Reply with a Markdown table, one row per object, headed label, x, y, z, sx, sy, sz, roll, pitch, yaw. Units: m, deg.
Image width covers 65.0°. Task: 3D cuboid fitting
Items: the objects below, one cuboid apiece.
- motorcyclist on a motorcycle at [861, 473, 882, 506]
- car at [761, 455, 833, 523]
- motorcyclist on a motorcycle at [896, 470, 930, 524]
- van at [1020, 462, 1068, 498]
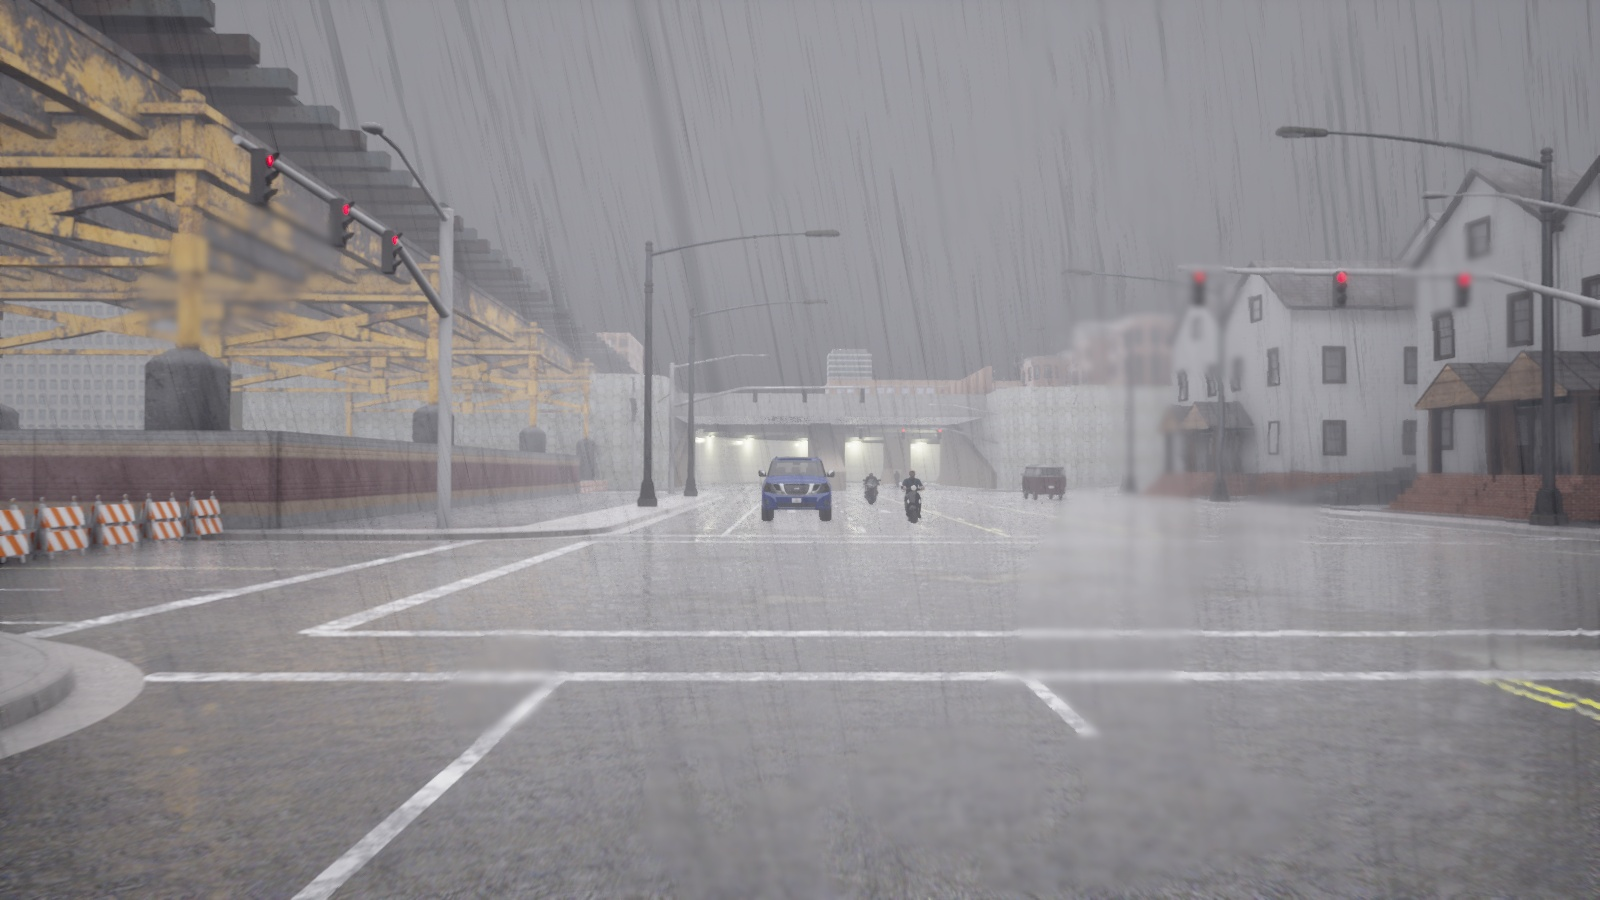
| label | x | y | z | sx | sy | sz | roll | pitch | yaw |
| --- | --- | --- | --- | --- | --- | --- | --- | --- | --- |
| motorcyclist on a motorcycle | 3.361 | 1.829 | 59.095 | 0.866 | 1.530 | 2.191 | 0 | -1 | 0 |
| car | -0.099 | 1.218 | 40.719 | 2.150 | 2.045 | 5.566 | 0 | -1 | 0 |
| motorcyclist on a motorcycle | 3.411 | 1.393 | 37.988 | 0.866 | 1.590 | 1.817 | 0 | -1 | 0 |
| van | 13.857 | 1.716 | 71.595 | 1.775 | 1.987 | 4.442 | 0 | -1 | -1 |
